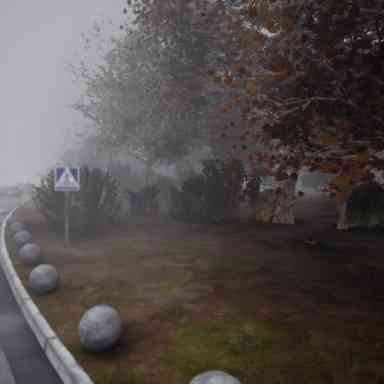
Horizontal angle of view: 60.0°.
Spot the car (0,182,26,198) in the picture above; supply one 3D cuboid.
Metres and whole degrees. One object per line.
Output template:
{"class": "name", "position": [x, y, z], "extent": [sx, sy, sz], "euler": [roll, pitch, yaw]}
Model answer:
{"class": "car", "position": [-20.081, -0.102, 37.091], "extent": [1.994, 1.385, 4.181], "euler": [0, 3, -22]}

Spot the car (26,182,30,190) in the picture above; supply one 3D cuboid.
{"class": "car", "position": [-24.715, -0.800, 48.863], "extent": [2.128, 1.511, 4.902], "euler": [0, 3, -21]}
